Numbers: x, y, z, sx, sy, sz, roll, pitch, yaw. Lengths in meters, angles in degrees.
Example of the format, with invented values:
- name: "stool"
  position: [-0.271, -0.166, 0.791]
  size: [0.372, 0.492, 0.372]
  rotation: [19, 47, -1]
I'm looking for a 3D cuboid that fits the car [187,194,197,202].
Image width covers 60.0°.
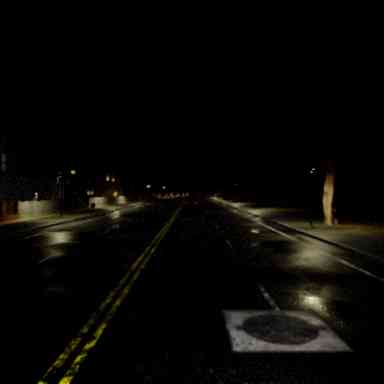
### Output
- name: "car"
  position: [-0.015, 1.336, 72.179]
  size: [2.097, 1.767, 4.553]
  rotation: [0, 0, 0]
